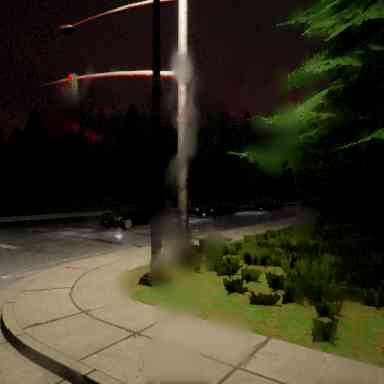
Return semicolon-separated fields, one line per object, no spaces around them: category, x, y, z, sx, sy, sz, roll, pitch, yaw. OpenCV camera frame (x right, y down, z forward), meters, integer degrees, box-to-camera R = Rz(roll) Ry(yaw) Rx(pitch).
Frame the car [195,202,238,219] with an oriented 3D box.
car;2.265;1.574;29.560;1.895;1.301;4.718;0;0;35

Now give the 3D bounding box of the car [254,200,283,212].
car;9.048;1.574;39.149;1.895;1.301;4.718;0;0;36

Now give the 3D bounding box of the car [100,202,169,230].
car;-3.545;1.451;21.162;1.882;1.535;5.008;0;0;35

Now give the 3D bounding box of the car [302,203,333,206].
car;15.529;1.195;41.779;2.150;2.045;5.566;0;0;36
